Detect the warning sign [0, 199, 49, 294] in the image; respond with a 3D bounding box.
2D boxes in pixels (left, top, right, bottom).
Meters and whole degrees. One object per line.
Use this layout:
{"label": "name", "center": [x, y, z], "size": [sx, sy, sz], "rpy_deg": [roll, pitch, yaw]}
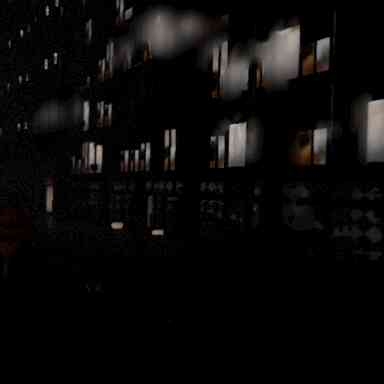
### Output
{"label": "warning sign", "center": [-4.008, 1.108, 7.200], "size": [1.060, 1.860, 1.300], "rpy_deg": [2, -1, 45]}
